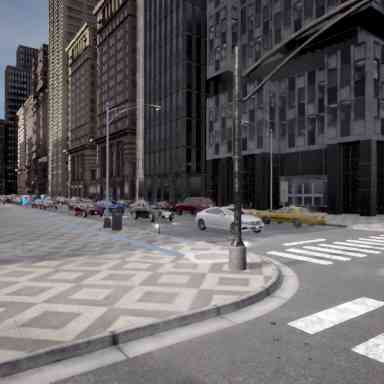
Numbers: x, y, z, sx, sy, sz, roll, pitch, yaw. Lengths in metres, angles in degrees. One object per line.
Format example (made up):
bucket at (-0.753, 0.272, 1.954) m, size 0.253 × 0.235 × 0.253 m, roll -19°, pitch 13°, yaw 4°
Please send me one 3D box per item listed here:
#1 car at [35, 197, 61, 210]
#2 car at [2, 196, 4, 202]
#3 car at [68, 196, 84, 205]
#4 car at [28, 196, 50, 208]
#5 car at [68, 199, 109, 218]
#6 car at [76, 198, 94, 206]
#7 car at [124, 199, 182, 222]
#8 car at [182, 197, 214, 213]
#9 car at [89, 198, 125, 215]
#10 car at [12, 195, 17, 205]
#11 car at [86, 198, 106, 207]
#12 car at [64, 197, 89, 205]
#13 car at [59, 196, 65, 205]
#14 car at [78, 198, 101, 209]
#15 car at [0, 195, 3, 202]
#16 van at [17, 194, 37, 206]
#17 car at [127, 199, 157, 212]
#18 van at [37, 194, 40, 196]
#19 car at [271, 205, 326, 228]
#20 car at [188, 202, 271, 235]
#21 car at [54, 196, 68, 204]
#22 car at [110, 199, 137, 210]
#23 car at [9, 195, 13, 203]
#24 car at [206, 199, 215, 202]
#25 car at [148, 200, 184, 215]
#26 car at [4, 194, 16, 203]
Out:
car at (-19.568, 1.695, 45.202) m, size 1.802 × 1.307 × 4.206 m, roll 0°, pitch 0°, yaw -35°
car at (-42.211, 1.812, 77.219) m, size 1.802 × 1.307 × 4.206 m, roll 0°, pitch 0°, yaw -35°
car at (-22.320, 1.633, 63.859) m, size 1.967 × 1.590 × 4.097 m, roll 0°, pitch 0°, yaw -35°
car at (-22.802, 1.711, 49.775) m, size 1.802 × 1.307 × 4.206 m, roll 0°, pitch 0°, yaw -35°
car at (-9.864, 1.611, 31.481) m, size 1.887 × 1.381 × 4.507 m, roll 0°, pitch 0°, yaw -35°
car at (-19.086, 1.758, 59.285) m, size 1.802 × 1.307 × 4.206 m, roll 0°, pitch 0°, yaw -35°
car at (-3.262, 1.547, 26.764) m, size 2.128 × 1.511 × 4.902 m, roll 0°, pitch 0°, yaw -35°
car at (0.321, 1.397, 31.844) m, size 2.192 × 1.841 × 5.009 m, roll 0°, pitch 0°, yaw -35°
car at (-8.705, 1.559, 34.473) m, size 1.882 × 1.535 × 5.008 m, roll 0°, pitch 0°, yaw -35°
car at (-32.408, 1.703, 63.359) m, size 1.752 × 1.417 × 4.829 m, roll 0°, pitch 0°, yaw -35°
car at (-15.851, 1.726, 54.712) m, size 1.947 × 1.339 × 4.313 m, roll 0°, pitch 0°, yaw -35°
car at (-14.392, 1.672, 42.562) m, size 1.994 × 1.385 × 4.181 m, roll 0°, pitch 0°, yaw -37°
car at (-23.472, 1.779, 60.878) m, size 1.895 × 1.301 × 4.718 m, roll 0°, pitch 0°, yaw -36°
car at (-15.137, 1.639, 49.094) m, size 1.837 × 1.490 × 4.892 m, roll 0°, pitch -1°, yaw -35°
car at (-45.445, 1.687, 81.793) m, size 1.967 × 1.590 × 4.097 m, roll 0°, pitch 0°, yaw -35°
van at (-29.272, 1.503, 58.924) m, size 1.690 × 1.788 × 3.998 m, roll 0°, pitch 0°, yaw -35°
car at (-6.246, 1.638, 41.130) m, size 1.752 × 1.417 × 4.829 m, roll 0°, pitch 0°, yaw -35°
van at (-38.494, 1.619, 86.727) m, size 1.690 × 1.788 × 3.998 m, roll 0°, pitch 0°, yaw -35°
car at (6.692, 1.578, 22.836) m, size 1.752 × 1.417 × 4.829 m, roll 0°, pitch 0°, yaw -35°
car at (2.023, 1.557, 19.251) m, size 1.812 × 1.442 × 4.674 m, roll 0°, pitch 0°, yaw -37°
car at (-28.789, 1.666, 73.006) m, size 1.967 × 1.590 × 4.097 m, roll 0°, pitch 0°, yaw -35°
car at (-9.383, 1.679, 45.565) m, size 2.008 × 1.369 × 4.403 m, roll 0°, pitch 0°, yaw -35°
car at (-35.741, 1.777, 68.071) m, size 1.802 × 1.307 × 4.206 m, roll 0°, pitch 0°, yaw -35°
car at (3.457, 1.593, 27.409) m, size 1.752 × 1.417 × 4.829 m, roll 0°, pitch 0°, yaw -35°
car at (-2.913, 1.642, 36.417) m, size 1.887 × 1.381 × 4.507 m, roll 0°, pitch 0°, yaw -35°
car at (-38.976, 1.527, 72.646) m, size 2.192 × 1.841 × 5.009 m, roll 0°, pitch 0°, yaw -35°
